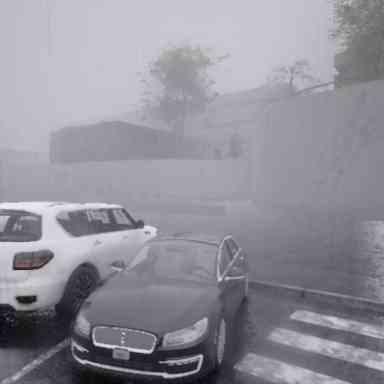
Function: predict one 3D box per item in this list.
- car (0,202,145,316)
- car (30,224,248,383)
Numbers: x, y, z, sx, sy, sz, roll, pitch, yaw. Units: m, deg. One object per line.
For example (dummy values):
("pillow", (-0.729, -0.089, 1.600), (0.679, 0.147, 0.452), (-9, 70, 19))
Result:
("car", (-2.534, 1.235, 7.644), (2.435, 2.045, 5.566), (0, -1, 16))
("car", (-0.103, 1.490, 5.885), (2.231, 1.521, 4.892), (1, -1, 15))
